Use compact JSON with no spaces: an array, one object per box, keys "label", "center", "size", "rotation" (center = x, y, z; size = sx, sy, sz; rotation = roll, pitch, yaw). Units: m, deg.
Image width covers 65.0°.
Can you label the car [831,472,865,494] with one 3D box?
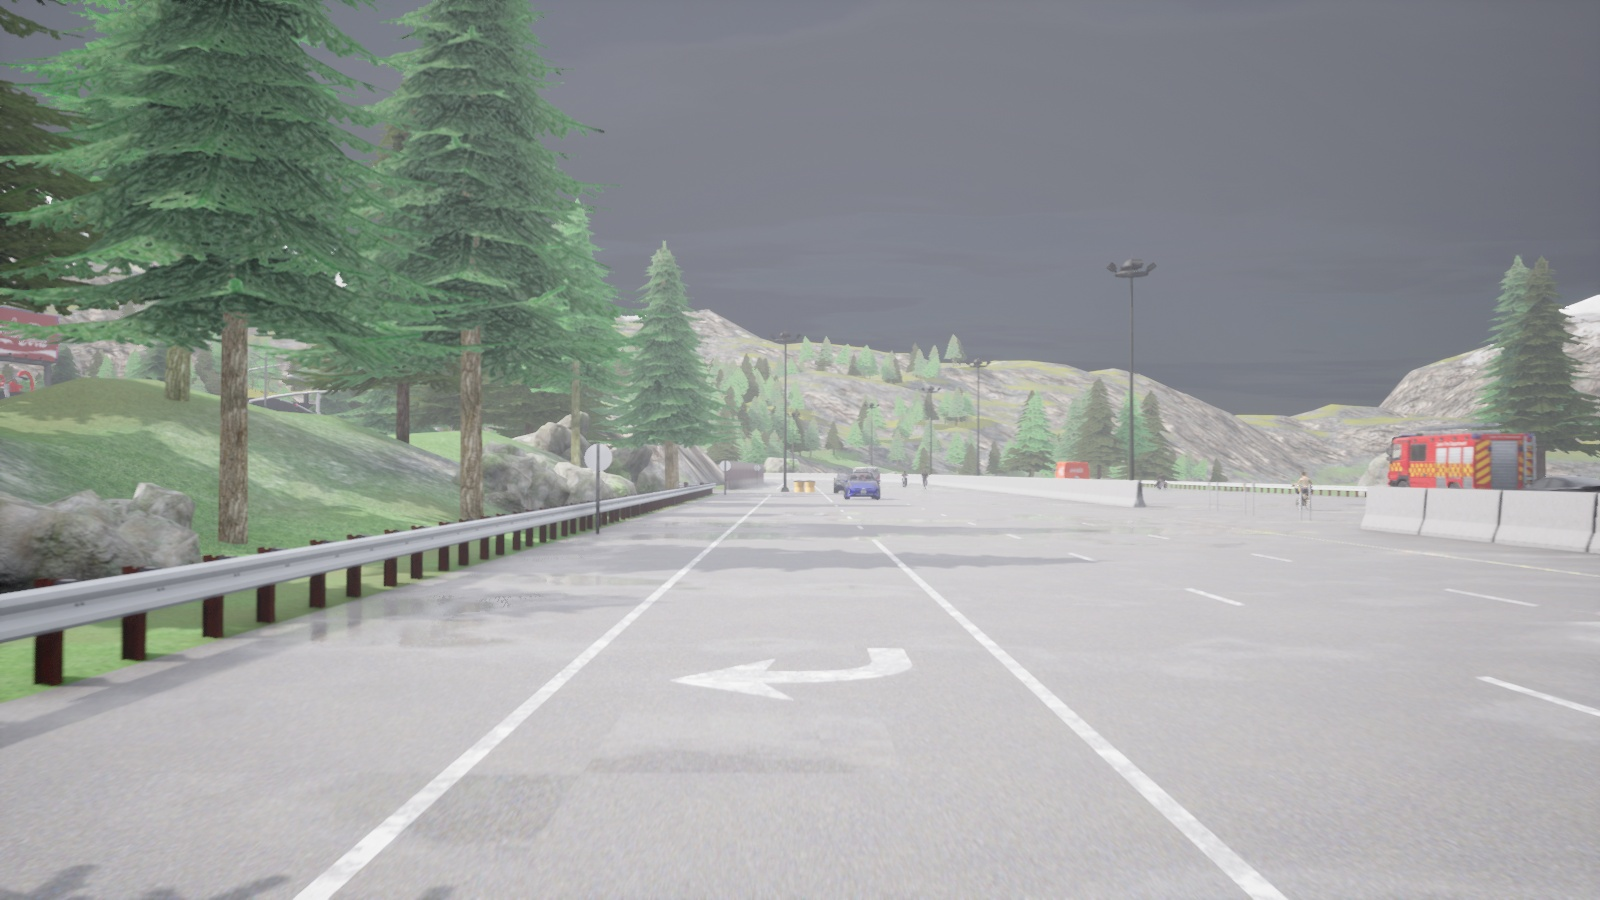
[{"label":"car","center":[3.316,2.259,87.473],"size":[2.163,1.488,4.792],"rotation":[0,-1,0]}]

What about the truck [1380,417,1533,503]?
[{"label":"truck","center":[31.364,0.522,60.507],"size":[2.891,3.827,8.468],"rotation":[0,-1,0]}]

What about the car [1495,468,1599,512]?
[{"label":"car","center":[27.903,1.441,46.176],"size":[1.882,1.535,5.008],"rotation":[0,-1,0]}]

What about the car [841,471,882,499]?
[{"label":"car","center":[3.353,1.894,68.764],"size":[2.007,1.525,4.514],"rotation":[0,-1,0]}]
